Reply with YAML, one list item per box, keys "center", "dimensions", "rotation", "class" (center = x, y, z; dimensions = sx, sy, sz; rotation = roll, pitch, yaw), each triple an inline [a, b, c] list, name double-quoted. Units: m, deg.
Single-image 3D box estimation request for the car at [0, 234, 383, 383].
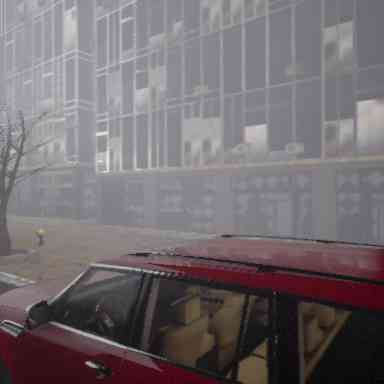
- center: [0.042, 1.322, 2.847]
  dimensions: [5.009, 1.841, 2.192]
  rotation: [0, 0, 36]
  class: "car"
